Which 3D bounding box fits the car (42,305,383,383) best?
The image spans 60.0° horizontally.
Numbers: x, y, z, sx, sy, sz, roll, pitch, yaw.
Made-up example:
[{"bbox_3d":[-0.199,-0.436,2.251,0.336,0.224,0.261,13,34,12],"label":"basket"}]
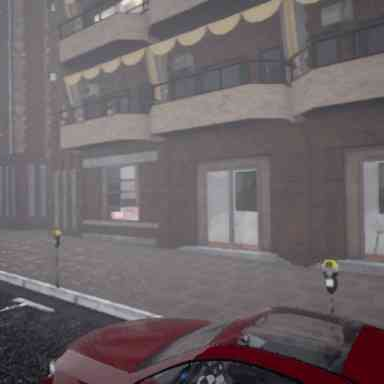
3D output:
[{"bbox_3d":[0.582,1.583,2.477,4.206,1.307,1.802,0,-1,36],"label":"car"}]
